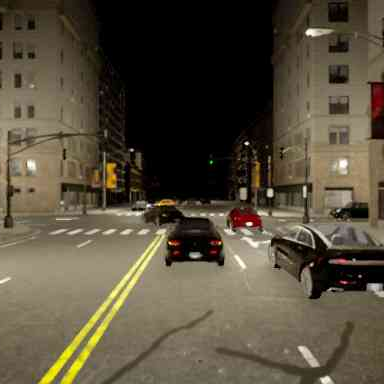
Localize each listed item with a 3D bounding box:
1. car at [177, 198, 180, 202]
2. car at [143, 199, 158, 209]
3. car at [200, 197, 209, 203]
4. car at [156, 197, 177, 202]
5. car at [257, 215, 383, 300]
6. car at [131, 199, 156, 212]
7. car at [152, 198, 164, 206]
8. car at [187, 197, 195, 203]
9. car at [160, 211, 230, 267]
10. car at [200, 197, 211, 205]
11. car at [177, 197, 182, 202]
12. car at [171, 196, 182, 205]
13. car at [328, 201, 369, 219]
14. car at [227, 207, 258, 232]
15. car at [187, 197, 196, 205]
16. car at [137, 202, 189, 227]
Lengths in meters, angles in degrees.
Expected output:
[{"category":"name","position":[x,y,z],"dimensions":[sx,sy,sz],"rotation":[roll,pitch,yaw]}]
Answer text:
[{"category":"car","position":[-3.424,1.995,54.138],"dimensions":[1.895,1.301,4.718],"rotation":[0,0,0]},{"category":"car","position":[-6.674,1.899,54.239],"dimensions":[1.837,1.490,4.892],"rotation":[0,0,0]},{"category":"car","position":[3.101,2.021,83.890],"dimensions":[1.994,1.385,4.181],"rotation":[0,0,0]},{"category":"car","position":[-3.432,1.805,44.801],"dimensions":[1.882,1.535,5.008],"rotation":[0,0,-1]},{"category":"car","position":[3.338,1.553,8.548],"dimensions":[2.128,1.511,4.902],"rotation":[0,0,-1]},{"category":"car","position":[-6.647,1.872,44.500],"dimensions":[2.033,1.411,5.357],"rotation":[0,0,4]},{"category":"car","position":[-6.614,1.991,64.391],"dimensions":[1.812,1.442,4.674],"rotation":[0,0,0]},{"category":"car","position":[-0.149,2.020,83.884],"dimensions":[1.994,1.385,4.181],"rotation":[0,0,0]},{"category":"car","position":[0.080,1.609,11.610],"dimensions":[1.812,1.442,4.674],"rotation":[0,0,0]},{"category":"car","position":[3.120,2.064,73.470],"dimensions":[2.033,1.411,5.357],"rotation":[0,0,0]},{"category":"car","position":[-3.374,1.812,63.591],"dimensions":[2.097,1.767,4.553],"rotation":[0,0,0]},{"category":"car","position":[-3.381,1.861,73.553],"dimensions":[2.097,1.767,4.553],"rotation":[0,0,0]},{"category":"car","position":[14.710,1.617,29.833],"dimensions":[4.553,1.767,2.097],"rotation":[0,-1,0]},{"category":"car","position":[3.291,1.680,21.326],"dimensions":[1.812,1.442,4.674],"rotation":[0,0,0]},{"category":"car","position":[-0.131,2.123,73.910],"dimensions":[1.895,1.301,4.718],"rotation":[0,0,0]},{"category":"car","position":[-2.174,1.696,24.378],"dimensions":[1.812,1.442,4.674],"rotation":[1,-1,-28]}]
